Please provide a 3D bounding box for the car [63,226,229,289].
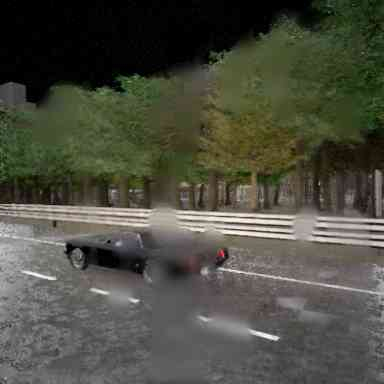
[{"bbox_3d":[-1.473,1.604,9.222,4.718,1.301,1.895,0,0,36],"label":"car"}]
